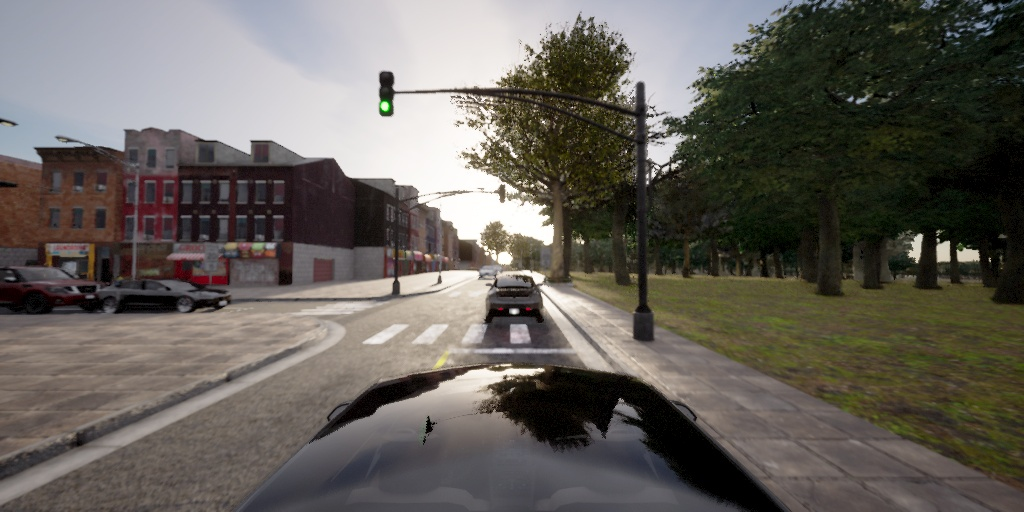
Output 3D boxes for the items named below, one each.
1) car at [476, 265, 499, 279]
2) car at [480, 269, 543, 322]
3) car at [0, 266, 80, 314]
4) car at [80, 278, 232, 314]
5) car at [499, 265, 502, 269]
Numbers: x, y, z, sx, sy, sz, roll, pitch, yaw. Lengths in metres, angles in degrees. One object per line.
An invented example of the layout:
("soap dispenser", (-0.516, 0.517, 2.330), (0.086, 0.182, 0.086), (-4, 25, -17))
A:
("car", (-2.811, 1.887, 42.203), (1.812, 1.442, 4.674), (0, -1, 0))
("car", (0.082, 1.388, 12.977), (1.837, 1.490, 4.892), (0, 0, 0))
("car", (-19.012, 1.294, 13.996), (5.009, 1.841, 2.192), (0, 0, 0))
("car", (-13.483, 1.513, 14.023), (4.313, 1.339, 1.948), (0, 0, 0))
("car", (-2.706, 2.341, 63.125), (1.812, 1.442, 4.674), (0, -2, 0))
